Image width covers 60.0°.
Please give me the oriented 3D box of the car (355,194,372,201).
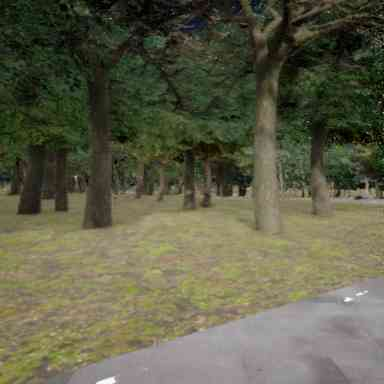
[{"bbox_3d":[37.698,1.168,73.237,1.837,1.490,4.892,-1,0,-1],"label":"car"}]
